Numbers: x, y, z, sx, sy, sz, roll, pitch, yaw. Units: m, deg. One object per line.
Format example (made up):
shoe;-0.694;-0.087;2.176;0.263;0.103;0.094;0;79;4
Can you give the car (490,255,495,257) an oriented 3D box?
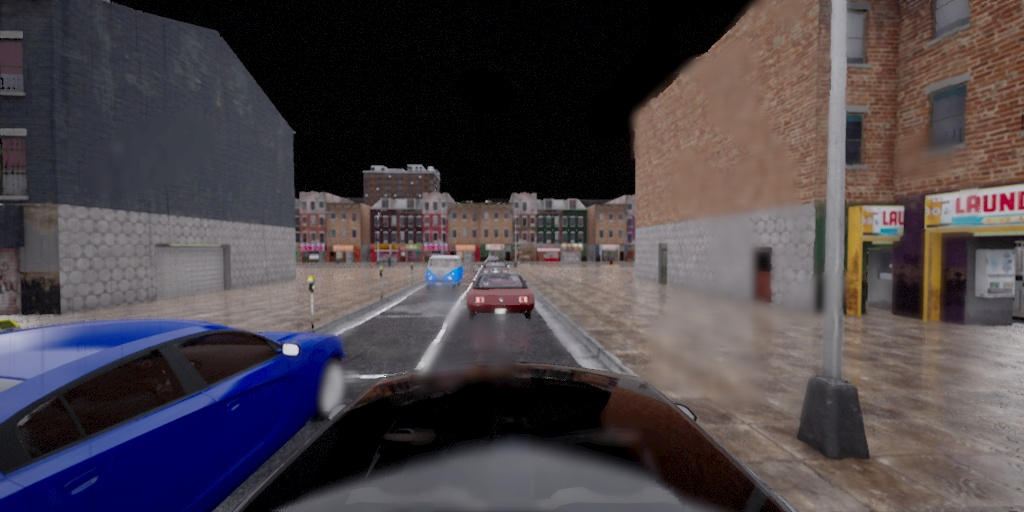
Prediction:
car;-2.201;0.702;40.718;1.801;1.575;5.366;0;1;-4

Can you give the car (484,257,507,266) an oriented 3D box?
car;-1.165;0.991;25.002;2.033;1.411;5.357;0;1;-3

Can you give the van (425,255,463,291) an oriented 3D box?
van;-3.587;0.858;19.536;1.690;1.789;3.998;0;0;-3

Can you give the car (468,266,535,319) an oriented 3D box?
car;-0.418;1.211;12.157;1.895;1.301;4.718;0;1;-3

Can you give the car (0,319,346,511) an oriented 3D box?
car;-2.988;1.218;2.687;1.882;1.535;5.008;0;1;-3
